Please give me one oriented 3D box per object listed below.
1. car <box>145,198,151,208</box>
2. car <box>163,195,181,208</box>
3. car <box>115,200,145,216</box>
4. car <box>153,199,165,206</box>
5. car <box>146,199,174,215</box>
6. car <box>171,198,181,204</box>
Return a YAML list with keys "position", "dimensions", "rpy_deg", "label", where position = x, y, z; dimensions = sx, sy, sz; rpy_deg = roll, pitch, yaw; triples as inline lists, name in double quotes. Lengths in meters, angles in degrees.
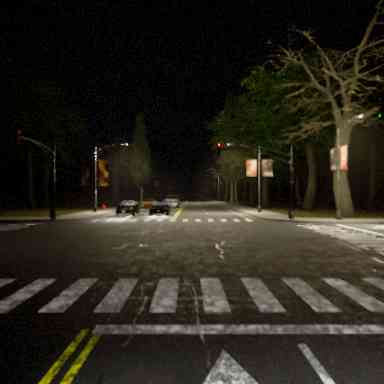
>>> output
- position: [-6.550, 1.738, 51.087]
  dimensions: [1.882, 1.535, 5.008]
  rpy_deg: [0, -1, 0]
  label: "car"
- position: [-3.284, 1.504, 53.133]
  dimensions: [2.150, 2.045, 5.566]
  rpy_deg: [0, -1, 1]
  label: "car"
- position: [-6.583, 1.632, 34.479]
  dimensions: [2.128, 1.511, 4.902]
  rpy_deg: [0, 0, 0]
  label: "car"
- position: [-6.494, 2.014, 66.565]
  dimensions: [1.994, 1.385, 4.181]
  rpy_deg: [0, -1, 0]
  label: "car"
- position: [-3.323, 1.708, 35.121]
  dimensions: [1.994, 1.385, 4.181]
  rpy_deg: [0, 0, 1]
  label: "car"
- position: [-3.230, 1.850, 69.023]
  dimensions: [1.895, 1.301, 4.718]
  rpy_deg: [0, -1, 0]
  label: "car"
